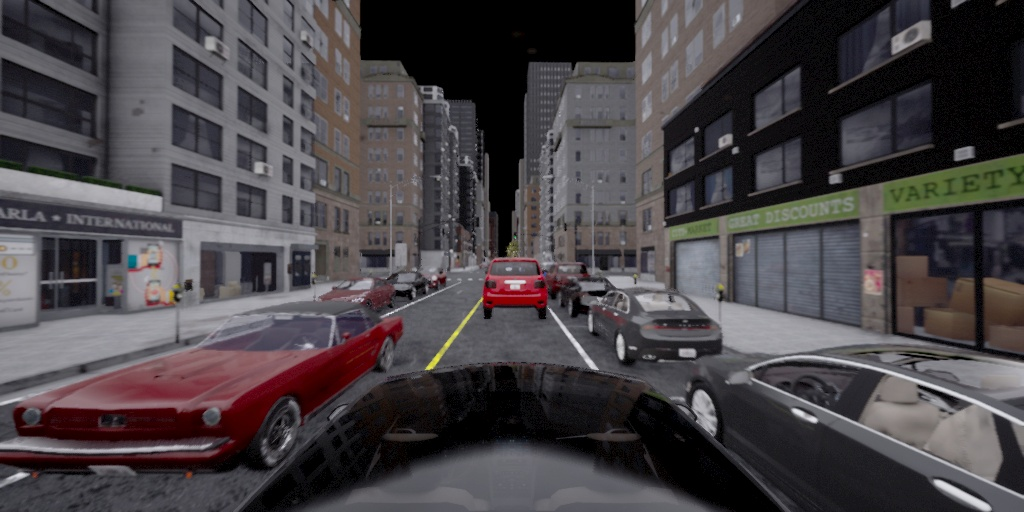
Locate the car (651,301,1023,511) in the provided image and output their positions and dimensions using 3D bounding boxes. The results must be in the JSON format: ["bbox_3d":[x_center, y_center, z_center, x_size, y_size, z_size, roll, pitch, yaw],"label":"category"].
[{"bbox_3d":[2.857,1.309,2.499,2.007,1.370,4.403,0,0,0],"label":"car"}]

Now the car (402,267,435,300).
[{"bbox_3d":[-5.674,1.496,19.060,1.948,1.339,4.313,0,0,0],"label":"car"}]

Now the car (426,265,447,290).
[{"bbox_3d":[-5.676,1.427,24.585,1.967,1.591,4.097,0,0,0],"label":"car"}]

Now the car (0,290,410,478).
[{"bbox_3d":[-3.106,1.385,4.997,1.895,1.301,4.718,0,-1,0],"label":"car"}]

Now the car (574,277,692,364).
[{"bbox_3d":[2.855,1.366,8.022,2.007,1.370,4.403,0,0,0],"label":"car"}]

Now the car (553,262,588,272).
[{"bbox_3d":[2.852,1.245,19.069,2.192,1.841,5.009,0,0,0],"label":"car"}]

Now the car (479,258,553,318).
[{"bbox_3d":[0.097,1.095,13.823,2.150,2.045,5.566,0,-1,0],"label":"car"}]

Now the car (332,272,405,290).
[{"bbox_3d":[-5.672,1.454,13.535,1.802,1.307,4.207,0,0,0],"label":"car"}]

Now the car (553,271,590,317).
[{"bbox_3d":[2.854,1.439,13.546,1.948,1.339,4.313,0,0,0],"label":"car"}]
